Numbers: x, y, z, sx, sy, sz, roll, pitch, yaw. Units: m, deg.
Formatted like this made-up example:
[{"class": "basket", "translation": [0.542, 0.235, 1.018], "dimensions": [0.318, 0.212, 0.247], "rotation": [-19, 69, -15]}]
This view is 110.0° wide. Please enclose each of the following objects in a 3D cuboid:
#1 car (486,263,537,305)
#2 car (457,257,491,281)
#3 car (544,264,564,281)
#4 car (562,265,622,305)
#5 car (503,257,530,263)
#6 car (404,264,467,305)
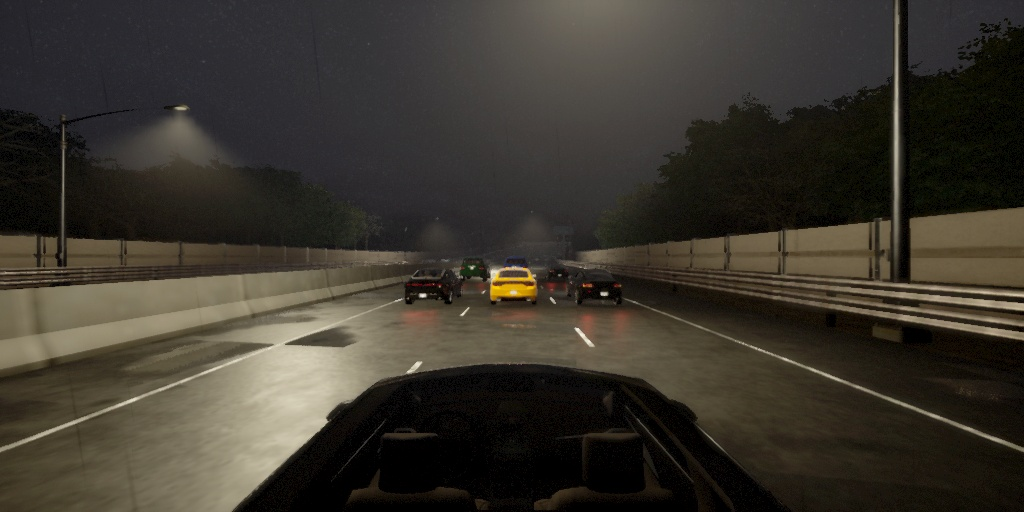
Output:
[{"class": "car", "translation": [0.092, 1.256, 16.194], "dimensions": [1.882, 1.535, 5.008], "rotation": [0, 0, 1]}, {"class": "car", "translation": [-3.125, 1.096, 31.201], "dimensions": [2.150, 2.045, 5.566], "rotation": [0, 0, 1]}, {"class": "car", "translation": [3.872, 1.373, 30.995], "dimensions": [1.812, 1.442, 4.674], "rotation": [0, 0, 1]}, {"class": "car", "translation": [3.592, 1.305, 16.150], "dimensions": [1.812, 1.442, 4.674], "rotation": [0, 0, 1]}, {"class": "car", "translation": [0.373, 1.097, 31.113], "dimensions": [2.150, 2.045, 5.566], "rotation": [0, 0, 1]}, {"class": "car", "translation": [-3.407, 1.287, 16.237], "dimensions": [1.837, 1.490, 4.892], "rotation": [0, 0, 1]}]
